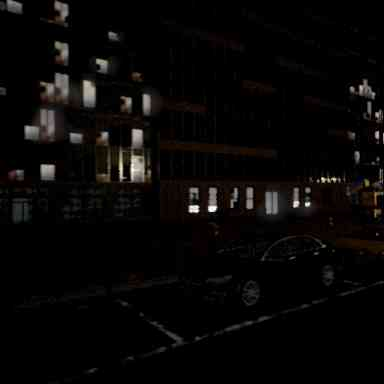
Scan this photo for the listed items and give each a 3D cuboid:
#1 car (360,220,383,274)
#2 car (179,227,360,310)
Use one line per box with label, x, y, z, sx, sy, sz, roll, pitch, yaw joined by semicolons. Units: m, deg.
car;6.187;1.648;10.999;4.829;1.417;1.752;1;-1;-36
car;1.749;1.614;7.827;4.403;1.369;2.008;1;-1;-36
